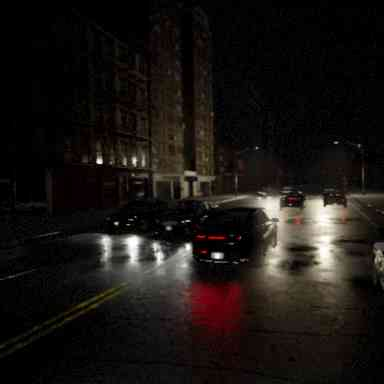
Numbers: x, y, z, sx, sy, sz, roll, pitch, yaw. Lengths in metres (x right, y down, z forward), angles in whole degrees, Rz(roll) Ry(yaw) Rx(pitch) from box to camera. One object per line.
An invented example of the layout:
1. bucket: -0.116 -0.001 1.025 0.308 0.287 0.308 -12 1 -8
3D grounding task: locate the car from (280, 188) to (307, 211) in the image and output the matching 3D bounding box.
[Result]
1. car: 8.350 0.675 27.470 2.128 1.511 4.902 -1 1 22

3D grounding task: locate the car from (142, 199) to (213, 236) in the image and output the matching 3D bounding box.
1. car: -0.046 1.136 15.770 2.128 1.511 4.902 -1 1 22

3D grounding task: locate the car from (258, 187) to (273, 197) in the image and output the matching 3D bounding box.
1. car: 12.320 -0.033 55.339 1.837 1.490 4.892 -1 1 22

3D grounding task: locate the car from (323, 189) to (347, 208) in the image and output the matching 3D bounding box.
1. car: 12.560 0.643 29.359 1.895 1.301 4.718 -1 1 22

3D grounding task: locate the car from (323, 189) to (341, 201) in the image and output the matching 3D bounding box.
1. car: 16.881 0.296 40.245 1.895 1.301 4.718 -1 1 22

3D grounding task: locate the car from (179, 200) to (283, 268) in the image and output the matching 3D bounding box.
1. car: 1.519 1.234 10.392 1.837 1.490 4.892 -1 1 22

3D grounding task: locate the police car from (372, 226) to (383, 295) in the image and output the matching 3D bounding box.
1. police car: 3.979 1.217 5.003 1.930 1.638 5.238 -1 1 22

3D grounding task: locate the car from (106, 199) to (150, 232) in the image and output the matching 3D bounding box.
1. car: -2.679 1.163 17.937 1.837 1.490 4.892 -1 1 22
